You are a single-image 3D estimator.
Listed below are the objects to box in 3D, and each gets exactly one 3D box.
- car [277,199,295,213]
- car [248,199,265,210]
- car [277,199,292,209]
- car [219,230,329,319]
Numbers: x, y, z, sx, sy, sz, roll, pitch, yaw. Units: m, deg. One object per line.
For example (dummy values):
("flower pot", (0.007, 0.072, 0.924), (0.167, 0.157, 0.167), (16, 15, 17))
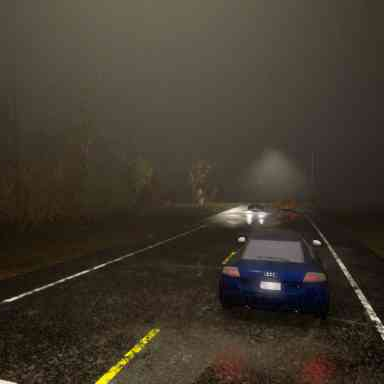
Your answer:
("car", (10.630, 1.486, 37.604), (1.882, 1.535, 5.008), (0, 0, 15))
("car", (8.210, 1.616, 42.349), (1.895, 1.301, 4.718), (0, 0, 14))
("car", (13.075, 1.628, 47.363), (1.895, 1.301, 4.718), (0, 0, 13))
("car", (1.938, 1.563, 7.569), (1.994, 1.385, 4.181), (0, 0, 17))
